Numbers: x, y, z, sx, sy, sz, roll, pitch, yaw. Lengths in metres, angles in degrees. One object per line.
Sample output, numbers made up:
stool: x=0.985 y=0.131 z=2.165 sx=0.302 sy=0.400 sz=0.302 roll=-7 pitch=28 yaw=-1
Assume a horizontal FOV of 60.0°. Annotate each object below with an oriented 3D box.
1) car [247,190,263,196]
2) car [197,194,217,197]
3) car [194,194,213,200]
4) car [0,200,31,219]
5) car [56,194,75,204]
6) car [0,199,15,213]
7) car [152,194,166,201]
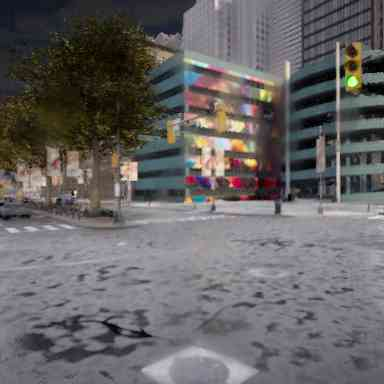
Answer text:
car: x=17.051 y=0.511 z=88.230 sx=2.435 sy=2.045 sz=5.566 roll=-1 pitch=0 yaw=-36
car: x=3.359 y=1.008 z=62.804 sx=2.002 sy=1.452 sz=4.674 roll=-1 pitch=0 yaw=-36
car: x=2.537 y=1.092 z=76.737 sx=1.895 sy=1.301 sz=4.718 roll=-1 pitch=0 yaw=-36
car: x=-15.213 y=1.567 z=28.607 sx=1.895 sy=1.301 sz=4.718 roll=-1 pitch=0 yaw=-36
car: x=-22.241 y=1.225 z=58.412 sx=2.097 sy=1.767 sz=4.553 roll=-1 pitch=0 yaw=-37
car: x=-21.020 y=1.530 z=36.694 sx=1.994 sy=1.385 sz=4.181 roll=-1 pitch=0 yaw=-37
car: x=-7.116 y=1.134 z=70.289 sx=2.161 sy=1.482 sz=4.786 roll=-1 pitch=0 yaw=-36
